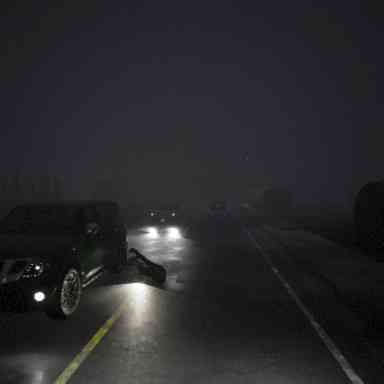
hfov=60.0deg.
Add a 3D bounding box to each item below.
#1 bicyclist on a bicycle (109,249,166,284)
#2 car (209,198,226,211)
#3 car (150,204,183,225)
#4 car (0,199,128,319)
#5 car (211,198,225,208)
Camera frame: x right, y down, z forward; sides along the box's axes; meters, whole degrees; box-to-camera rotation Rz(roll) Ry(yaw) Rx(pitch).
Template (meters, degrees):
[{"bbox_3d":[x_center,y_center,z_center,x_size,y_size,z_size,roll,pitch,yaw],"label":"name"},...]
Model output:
[{"bbox_3d":[-1.259,2.047,8.728,1.620,0.582,1.656,22,6,30],"label":"bicyclist on a bicycle"},{"bbox_3d":[3.125,1.564,40.043,1.994,1.385,4.181,0,0,5],"label":"car"},{"bbox_3d":[-1.790,1.601,24.427,1.895,1.301,4.718,0,0,5],"label":"car"},{"bbox_3d":[-3.117,1.219,7.798,2.150,2.045,5.566,0,0,4],"label":"car"},{"bbox_3d":[3.912,1.601,50.006,1.895,1.301,4.718,0,0,4],"label":"car"}]
